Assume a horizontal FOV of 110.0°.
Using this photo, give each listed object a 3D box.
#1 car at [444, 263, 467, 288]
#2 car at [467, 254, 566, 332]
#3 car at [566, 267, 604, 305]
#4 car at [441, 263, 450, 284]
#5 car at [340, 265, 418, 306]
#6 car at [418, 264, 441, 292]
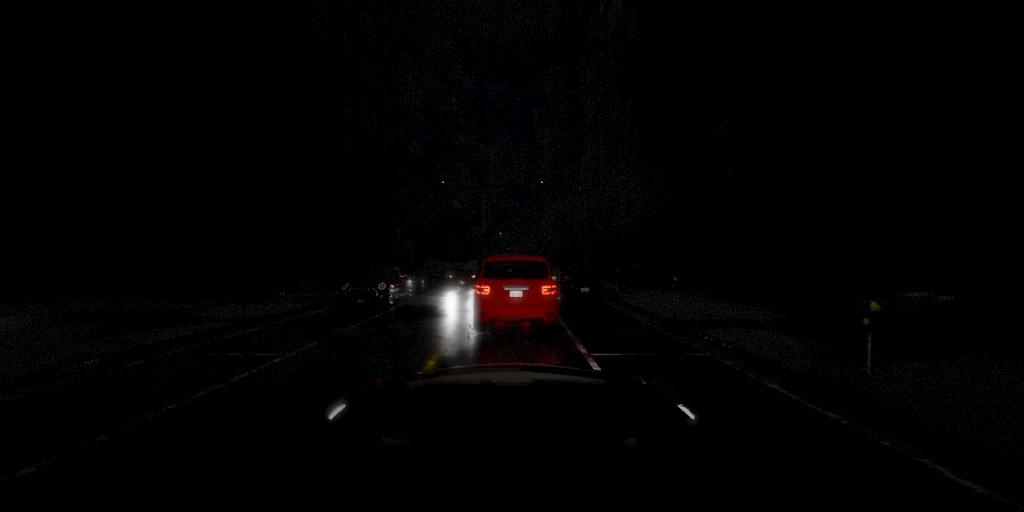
[{"bbox_3d":[-3.044,1.349,24.229,1.895,1.301,4.718,0,0,0],"label":"car"},{"bbox_3d":[0.106,0.970,10.981,2.150,2.045,5.566,0,0,0],"label":"car"},{"bbox_3d":[2.768,1.314,15.619,1.948,1.339,4.313,0,0,0],"label":"car"},{"bbox_3d":[-5.753,1.299,26.634,2.007,1.370,4.403,0,0,0],"label":"car"},{"bbox_3d":[-5.758,1.188,15.623,1.967,1.591,4.097,0,0,0],"label":"car"},{"bbox_3d":[-5.755,1.314,21.129,1.948,1.339,4.313,0,0,0],"label":"car"}]
